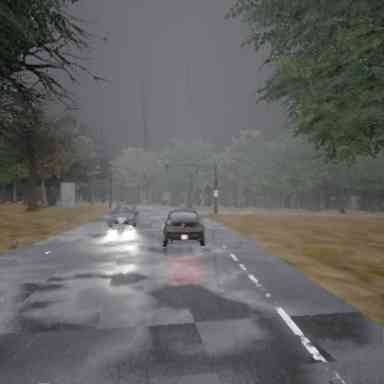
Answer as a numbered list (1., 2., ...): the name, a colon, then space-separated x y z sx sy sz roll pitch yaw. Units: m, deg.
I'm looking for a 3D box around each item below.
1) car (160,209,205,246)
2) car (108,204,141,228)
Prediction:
1. car: -0.448 1.595 15.811 1.837 1.490 4.892 0 -1 -4
2. car: -4.701 1.651 23.593 2.128 1.511 4.902 0 0 -5
